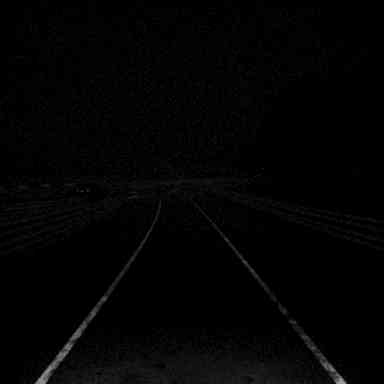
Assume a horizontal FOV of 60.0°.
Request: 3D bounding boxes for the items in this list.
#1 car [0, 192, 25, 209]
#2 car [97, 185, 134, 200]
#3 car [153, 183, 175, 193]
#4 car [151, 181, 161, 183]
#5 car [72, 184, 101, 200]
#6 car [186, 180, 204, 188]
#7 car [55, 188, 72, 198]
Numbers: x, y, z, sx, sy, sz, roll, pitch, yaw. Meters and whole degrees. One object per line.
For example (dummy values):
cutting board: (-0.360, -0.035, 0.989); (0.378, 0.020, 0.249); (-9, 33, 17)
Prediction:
car: (-17.261, 0.765, 29.830); (2.097, 1.767, 4.553); (0, 3, 15)
car: (-9.821, 0.197, 43.683); (2.128, 1.511, 4.902); (0, 3, 15)
car: (-5.041, -0.574, 61.072); (1.994, 1.385, 4.181); (0, 3, 15)
car: (-7.547, -1.375, 78.356); (1.994, 1.385, 4.181); (0, 3, 15)
car: (-13.186, -0.097, 44.636); (2.150, 2.045, 5.566); (0, 3, 15)
car: (0.794, -1.624, 82.285); (2.033, 1.411, 5.357); (0, 3, 15)
car: (-16.571, 0.154, 45.537); (2.128, 1.511, 4.902); (0, 3, 15)
